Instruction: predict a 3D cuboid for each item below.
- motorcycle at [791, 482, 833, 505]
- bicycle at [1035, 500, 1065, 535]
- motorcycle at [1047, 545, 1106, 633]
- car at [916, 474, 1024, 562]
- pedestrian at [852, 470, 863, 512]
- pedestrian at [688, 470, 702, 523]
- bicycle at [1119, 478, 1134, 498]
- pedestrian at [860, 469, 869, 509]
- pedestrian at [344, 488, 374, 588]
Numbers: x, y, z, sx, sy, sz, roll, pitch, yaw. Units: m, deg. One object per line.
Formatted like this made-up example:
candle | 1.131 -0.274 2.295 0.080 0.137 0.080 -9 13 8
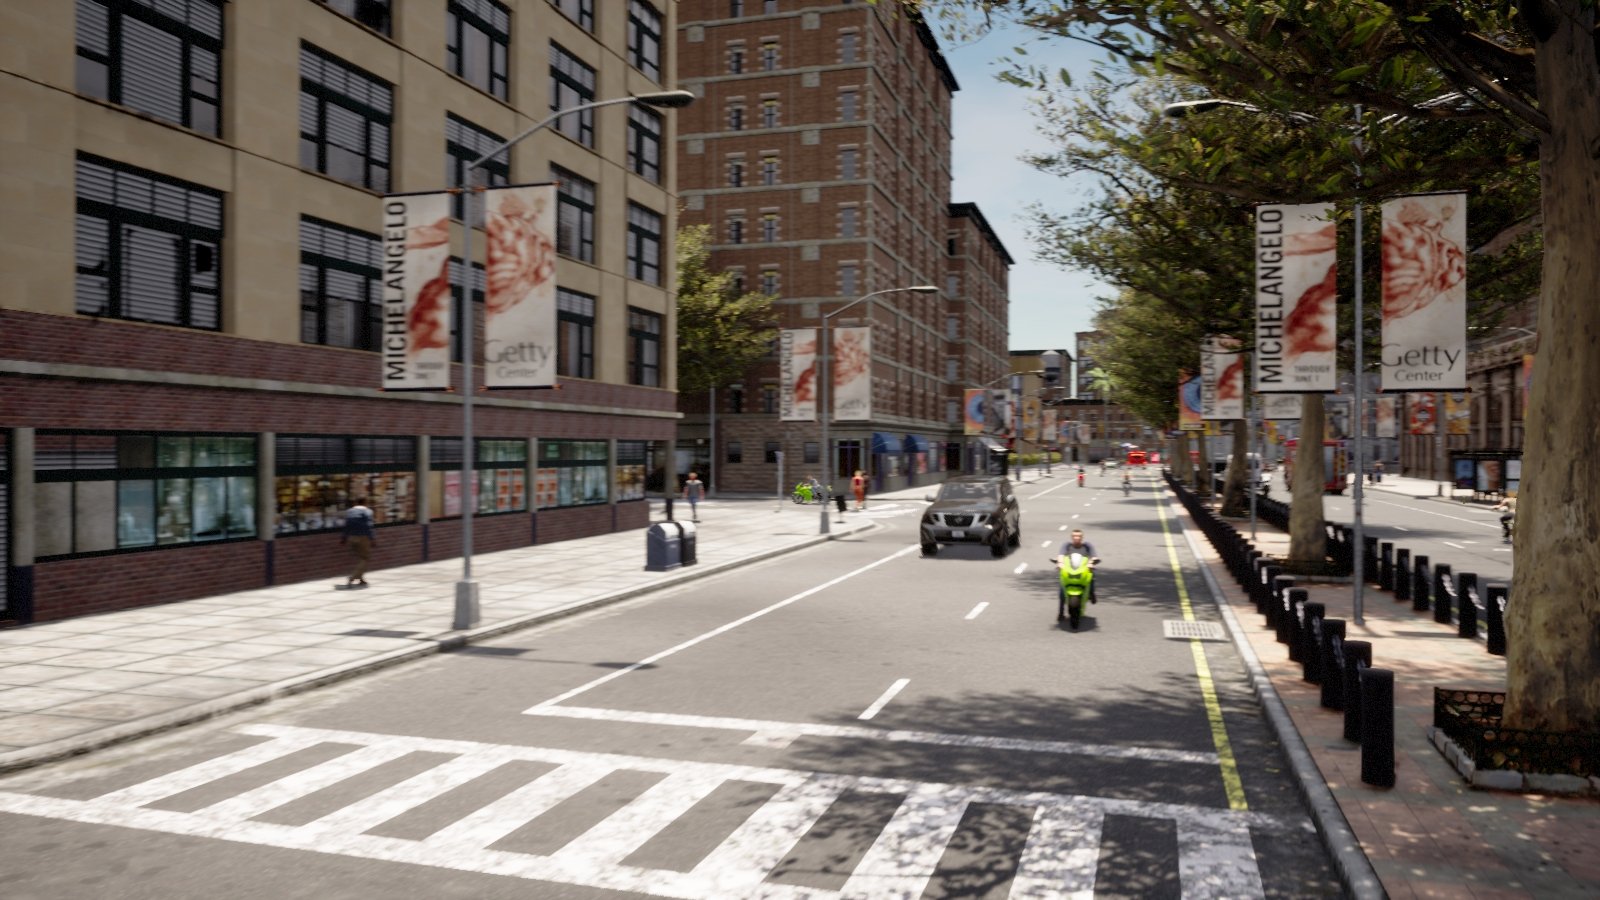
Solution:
motorcycle | 0.604 2.173 57.477 2.033 1.145 0.803 0 -2 10
bicycle | 8.337 2.237 38.012 0.859 1.080 1.487 0 0 17
motorcycle | 4.474 2.203 18.414 0.803 1.145 2.033 0 0 17
car | 4.778 1.761 31.412 2.150 2.045 5.566 0 0 17
pedestrian | 2.548 1.816 50.735 0.375 1.860 0.375 0 0 30
pedestrian | -3.750 1.663 40.812 0.375 1.860 0.375 0 0 14
bicycle | 19.234 2.227 67.292 0.859 1.080 1.487 0 0 17
pedestrian | 3.005 1.814 53.077 0.375 1.860 0.375 0 0 13
pedestrian | -8.413 1.672 21.812 0.375 1.860 0.375 0 0 22
